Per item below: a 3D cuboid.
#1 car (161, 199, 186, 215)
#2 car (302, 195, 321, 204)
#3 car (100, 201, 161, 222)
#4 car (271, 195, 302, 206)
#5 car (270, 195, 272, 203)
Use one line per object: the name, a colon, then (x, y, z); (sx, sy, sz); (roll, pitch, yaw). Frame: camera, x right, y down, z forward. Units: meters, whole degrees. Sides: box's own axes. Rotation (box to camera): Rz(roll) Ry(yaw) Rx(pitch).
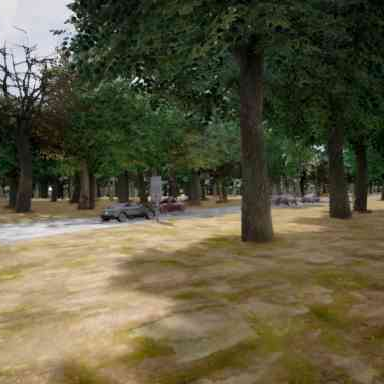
car: (-2.454, 1.430, 33.085); (1.812, 1.442, 4.674); (-2, -1, 38)
car: (20.074, 1.196, 56.152); (2.033, 1.411, 5.357); (-2, -1, 38)
car: (-4.630, 1.404, 24.433); (1.994, 1.385, 4.181); (-2, -1, 38)
car: (13.700, 1.199, 47.898); (1.837, 1.490, 4.892); (-2, -1, 38)
car: (13.134, 1.275, 52.974); (2.128, 1.511, 4.902); (-2, -1, 38)
